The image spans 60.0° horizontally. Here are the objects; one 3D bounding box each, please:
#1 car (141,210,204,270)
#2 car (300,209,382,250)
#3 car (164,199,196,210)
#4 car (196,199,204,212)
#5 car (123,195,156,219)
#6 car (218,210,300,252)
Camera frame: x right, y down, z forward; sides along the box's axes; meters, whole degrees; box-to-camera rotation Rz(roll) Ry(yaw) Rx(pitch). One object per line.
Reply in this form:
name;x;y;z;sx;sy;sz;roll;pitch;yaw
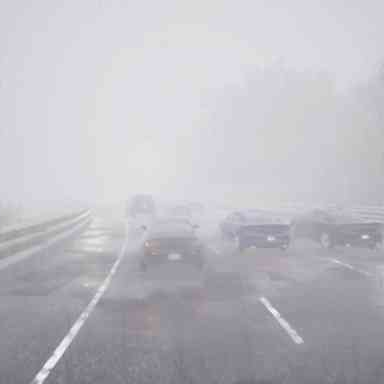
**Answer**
car;-0.706;1.536;11.036;1.812;1.442;4.674;0;0;-6
car;5.901;1.465;14.374;1.882;1.535;5.008;0;0;-7
car;-1.393;1.554;31.339;1.812;1.442;4.674;0;0;-16
car;-0.255;1.508;38.630;1.882;1.535;5.008;0;0;-20
car;-4.722;1.262;30.371;2.150;2.045;5.566;0;0;-16
car;2.429;1.478;14.025;1.882;1.535;5.008;0;0;-7
